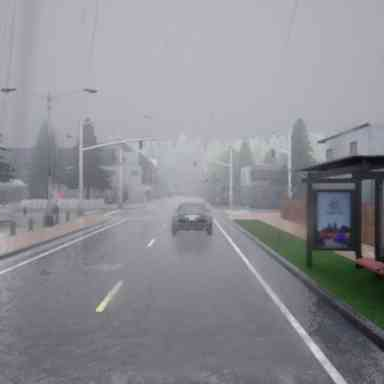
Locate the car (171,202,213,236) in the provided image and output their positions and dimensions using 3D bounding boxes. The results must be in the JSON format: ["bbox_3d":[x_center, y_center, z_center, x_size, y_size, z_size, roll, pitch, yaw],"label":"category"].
[{"bbox_3d":[0.023,1.304,18.362,2.097,1.767,4.553,0,0,0],"label":"car"}]
